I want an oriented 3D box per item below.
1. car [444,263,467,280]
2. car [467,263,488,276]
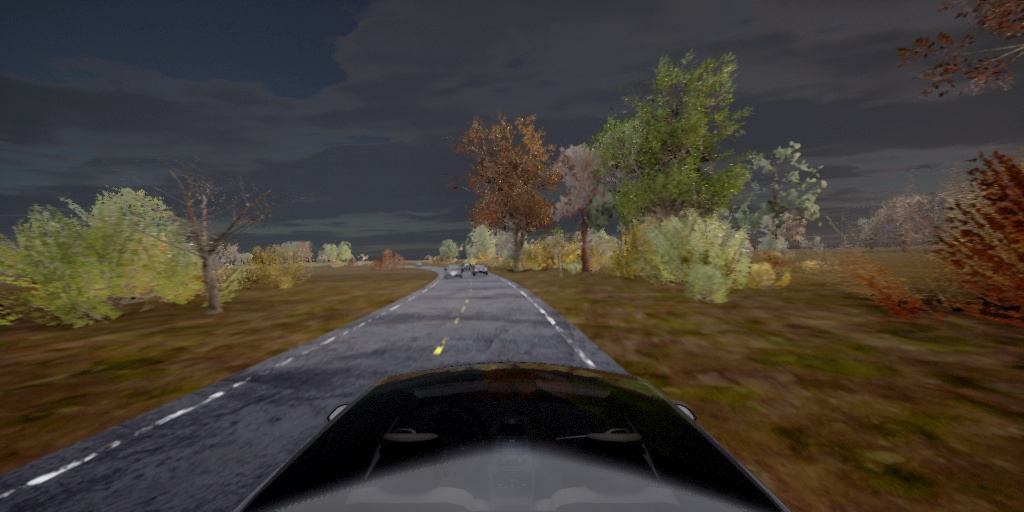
[{"bbox_3d":[-6.212,1.645,38.264,2.128,1.511,4.902,-1,-1,-9],"label":"car"},{"bbox_3d":[-4.161,1.691,45.305,2.033,1.411,5.357,-1,0,-10],"label":"car"}]
